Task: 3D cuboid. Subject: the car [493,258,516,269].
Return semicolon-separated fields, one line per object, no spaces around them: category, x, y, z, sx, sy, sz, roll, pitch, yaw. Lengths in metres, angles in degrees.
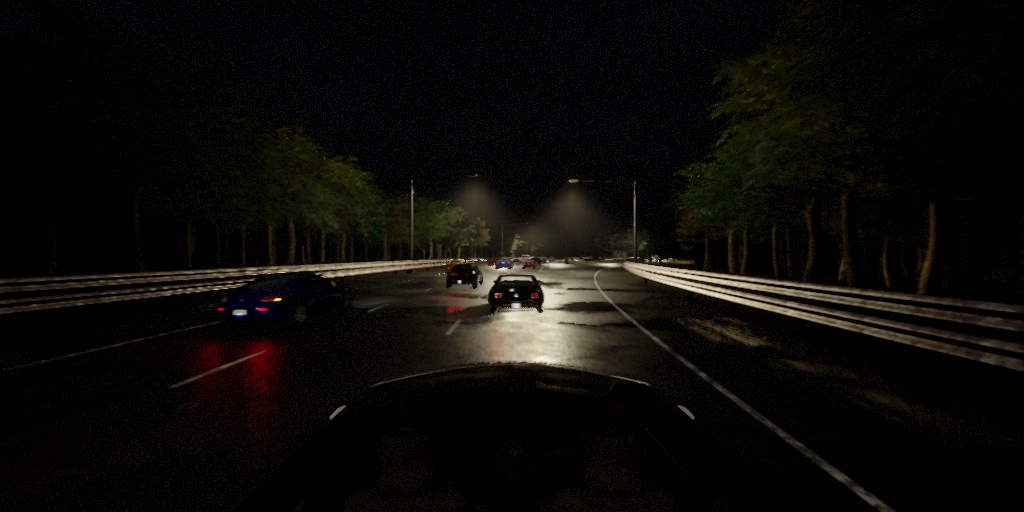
car;-0.984;1.003;51.587;2.097;1.767;4.553;0;0;6

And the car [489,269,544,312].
car;0.183;1.348;14.136;1.895;1.301;4.718;0;0;1

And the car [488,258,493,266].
car;-3.025;1.082;65.086;1.882;1.535;5.008;0;0;8

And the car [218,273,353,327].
car;-6.783;1.245;11.289;1.812;1.442;4.674;0;0;1

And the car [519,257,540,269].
car;2.698;1.198;54.389;2.033;1.411;5.357;0;0;6

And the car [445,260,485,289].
car;-2.950;1.226;23.164;1.837;1.490;4.892;0;0;2
